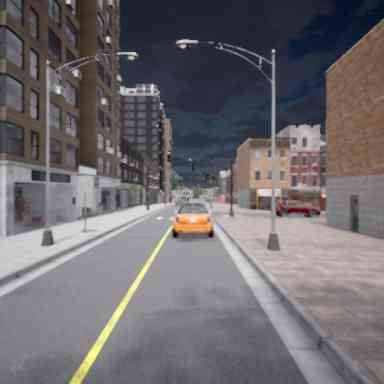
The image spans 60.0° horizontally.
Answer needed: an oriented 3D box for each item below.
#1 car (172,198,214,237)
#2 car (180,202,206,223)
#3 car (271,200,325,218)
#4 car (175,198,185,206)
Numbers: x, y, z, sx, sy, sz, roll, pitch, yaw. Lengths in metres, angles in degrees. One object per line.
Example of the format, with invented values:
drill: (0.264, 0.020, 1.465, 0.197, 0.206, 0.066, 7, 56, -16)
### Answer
car: (0.068, 1.411, 18.403, 2.097, 1.767, 4.553, 0, 0, 0)
car: (0.141, 1.639, 28.136, 1.837, 1.490, 4.892, 0, -1, 4)
car: (10.812, 1.785, 35.021, 5.009, 1.841, 2.192, 1, -1, 0)
car: (-2.756, 2.173, 75.517, 2.097, 1.767, 4.553, 0, -1, 0)
